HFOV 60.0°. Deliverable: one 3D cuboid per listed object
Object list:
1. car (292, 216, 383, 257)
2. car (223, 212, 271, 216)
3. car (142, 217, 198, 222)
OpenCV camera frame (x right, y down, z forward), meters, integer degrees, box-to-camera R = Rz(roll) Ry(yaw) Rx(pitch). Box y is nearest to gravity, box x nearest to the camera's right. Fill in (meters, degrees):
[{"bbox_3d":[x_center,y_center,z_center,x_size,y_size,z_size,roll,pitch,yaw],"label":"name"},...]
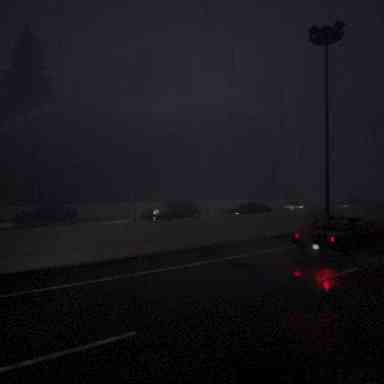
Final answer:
[{"bbox_3d":[5.988,1.599,12.899,4.718,1.301,1.895,0,0,-39],"label":"car"},{"bbox_3d":[4.207,1.532,25.454,4.902,1.511,2.128,0,0,-42],"label":"car"},{"bbox_3d":[-1.574,1.427,25.098,4.553,1.767,2.097,0,0,-40],"label":"car"}]
